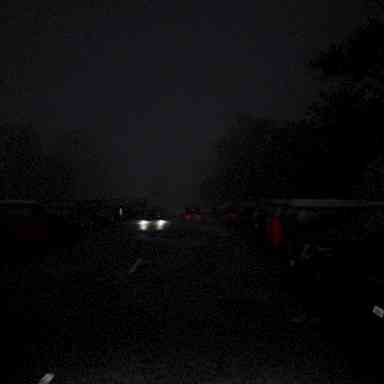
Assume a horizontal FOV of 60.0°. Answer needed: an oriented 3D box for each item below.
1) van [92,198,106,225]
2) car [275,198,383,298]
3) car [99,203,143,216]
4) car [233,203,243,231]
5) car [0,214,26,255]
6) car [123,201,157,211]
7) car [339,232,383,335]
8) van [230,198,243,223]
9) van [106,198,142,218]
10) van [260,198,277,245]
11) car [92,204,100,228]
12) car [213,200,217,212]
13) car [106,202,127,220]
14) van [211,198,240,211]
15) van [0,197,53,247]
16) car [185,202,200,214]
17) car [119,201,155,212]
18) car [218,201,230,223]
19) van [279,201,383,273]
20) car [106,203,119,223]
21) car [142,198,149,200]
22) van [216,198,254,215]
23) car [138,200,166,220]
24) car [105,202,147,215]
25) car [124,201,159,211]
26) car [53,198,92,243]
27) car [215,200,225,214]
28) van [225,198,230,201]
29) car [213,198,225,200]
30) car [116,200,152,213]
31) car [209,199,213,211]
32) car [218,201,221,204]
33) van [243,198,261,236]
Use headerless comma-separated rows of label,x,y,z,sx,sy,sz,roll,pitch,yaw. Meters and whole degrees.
van,-8.156,1.377,21.352,4.442,1.987,1.878,0,-1,0
car,5.012,1.246,7.480,5.566,2.045,2.435,0,0,0
car,-8.036,1.949,38.002,4.674,1.452,2.002,0,-1,0
car,5.046,1.550,18.416,5.008,1.535,2.097,0,-1,0
car,-8.037,1.544,10.264,4.674,1.452,2.002,0,0,0
car,-8.032,2.191,51.872,4.892,1.521,2.231,0,-1,0
car,5.035,1.491,4.585,5.008,1.535,2.097,0,0,0
van,4.924,1.375,21.190,4.442,1.987,1.878,0,-1,0
van,-7.922,1.633,35.231,4.442,1.987,1.878,0,-1,0
van,5.157,1.284,12.896,4.442,1.987,1.878,0,0,0
car,-8.010,1.582,18.566,4.792,1.488,2.163,0,-1,0
car,5.036,1.857,35.159,5.008,1.535,2.097,0,-1,0
car,-8.069,1.735,26.900,4.792,1.488,2.163,0,-1,0
van,5.159,1.962,51.774,4.442,1.987,1.878,0,-1,0
van,-8.156,1.284,13.040,4.442,1.987,1.878,0,0,0
car,0.102,2.006,42.594,2.128,1.511,4.902,0,-1,0
car,-8.032,2.123,49.101,5.008,1.535,2.097,0,-1,0
car,4.856,1.649,23.953,5.366,1.575,1.946,0,-1,0
van,5.157,1.278,10.251,4.442,1.987,1.878,0,0,0
car,-8.036,1.694,24.123,4.674,1.452,2.002,0,-1,0
car,-8.067,1.760,43.558,5.566,2.045,2.435,0,-1,0
van,5.158,1.731,40.577,4.442,1.987,1.878,0,-1,0
car,-3.596,1.795,31.913,1.882,1.535,5.008,0,-1,0
car,-8.009,1.990,40.777,4.792,1.488,2.163,0,-1,0
car,-8.223,2.262,54.640,5.366,1.575,1.946,0,-1,0
car,-8.011,1.265,15.817,5.566,2.045,2.435,0,0,0
car,5.036,1.804,32.264,5.008,1.535,2.097,0,-1,0
van,5.158,1.477,26.728,4.442,1.987,1.878,0,-1,0
car,5.010,1.781,37.806,4.553,1.767,2.185,0,-1,0
car,-8.007,1.940,46.327,4.553,1.767,2.185,0,-1,0
car,5.035,2.009,43.343,4.892,1.521,2.231,0,-1,0
car,5.035,1.754,29.494,4.892,1.521,2.231,0,-1,0
van,4.924,1.291,15.799,4.442,1.987,1.878,0,-1,0
